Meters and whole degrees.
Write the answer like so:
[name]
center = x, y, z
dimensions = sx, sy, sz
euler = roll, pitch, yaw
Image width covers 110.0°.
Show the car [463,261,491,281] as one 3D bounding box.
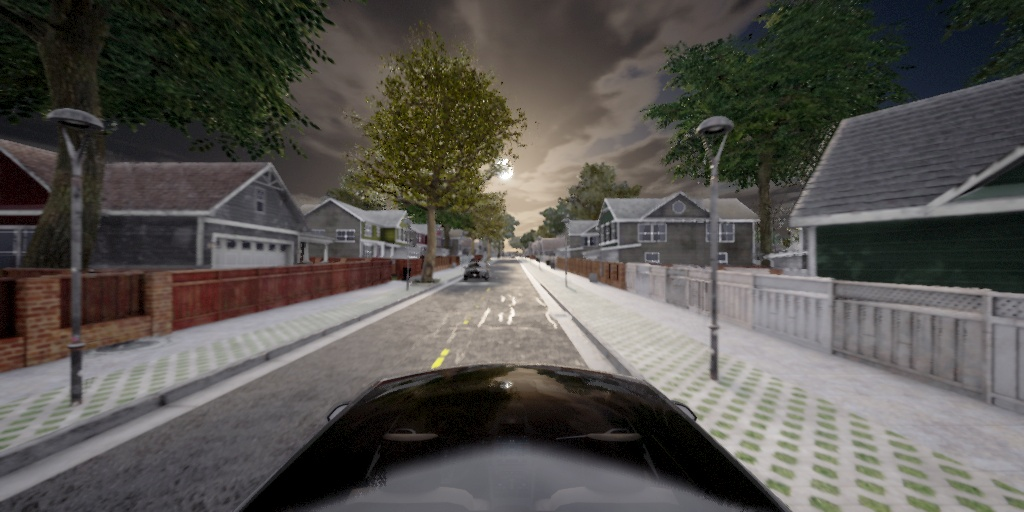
[car]
center = -2.698, 1.140, 28.495
dimensions = 1.837, 1.490, 4.892
euler = 0, 0, 0
